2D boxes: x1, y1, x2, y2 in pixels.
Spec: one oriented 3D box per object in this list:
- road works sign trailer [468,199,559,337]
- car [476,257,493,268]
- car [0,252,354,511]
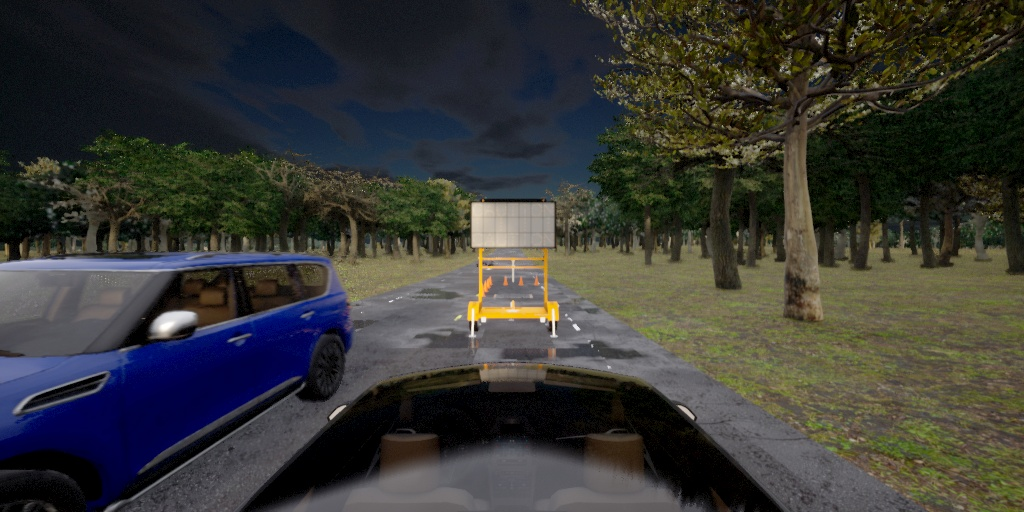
[{"bbox_3d":[0.034,0.196,10.187,2.380,3.560,2.880,0,0,0],"label":"road works sign trailer"},{"bbox_3d":[-3.437,0.840,45.912,1.994,1.385,4.181,0,1,0],"label":"car"},{"bbox_3d":[-3.589,0.971,3.471,2.150,2.045,5.566,0,0,0],"label":"car"}]
